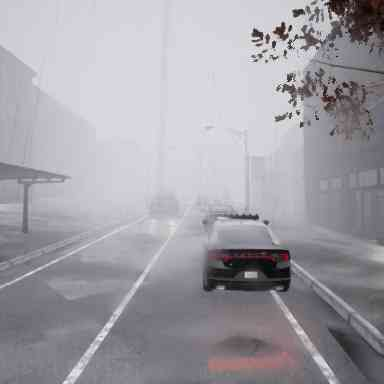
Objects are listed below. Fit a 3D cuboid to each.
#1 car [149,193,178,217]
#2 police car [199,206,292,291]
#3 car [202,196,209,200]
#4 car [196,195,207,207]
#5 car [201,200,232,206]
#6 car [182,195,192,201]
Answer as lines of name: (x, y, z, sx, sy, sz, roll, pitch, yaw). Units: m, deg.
car: (-2.405, 1.090, 29.609, 2.150, 2.045, 5.566, 0, 0, 2)
police car: (1.245, 1.412, 9.108, 1.930, 1.638, 5.238, 0, 0, 2)
car: (1.826, 1.348, 25.193, 1.801, 1.575, 5.366, 0, 0, 2)
car: (1.569, 1.392, 45.902, 1.895, 1.301, 4.718, 0, 0, 2)
car: (1.604, 1.437, 19.001, 1.837, 1.490, 4.892, 0, 0, 2)
car: (-1.063, 1.328, 71.609, 1.895, 1.301, 4.718, 0, 0, 2)
